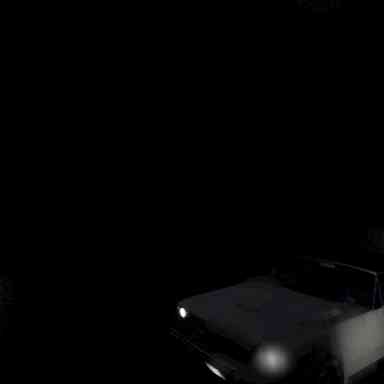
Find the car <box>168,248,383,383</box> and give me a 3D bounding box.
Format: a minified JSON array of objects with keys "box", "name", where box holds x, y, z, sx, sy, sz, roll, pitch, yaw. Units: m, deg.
[{"box":[2.044,1.600,4.850,4.718,1.301,1.895,0,0,-36],"name":"car"}]
